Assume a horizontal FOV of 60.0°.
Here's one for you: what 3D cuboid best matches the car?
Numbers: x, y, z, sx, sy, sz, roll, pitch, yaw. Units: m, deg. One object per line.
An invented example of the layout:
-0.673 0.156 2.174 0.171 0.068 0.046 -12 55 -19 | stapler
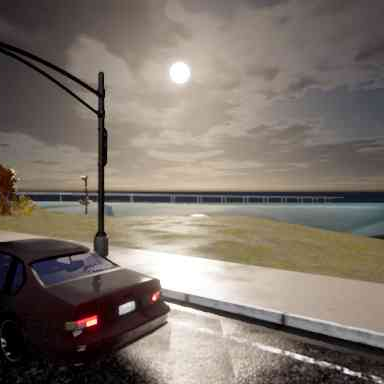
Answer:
-2.890 1.545 5.759 5.357 1.411 2.033 0 0 35 | car
